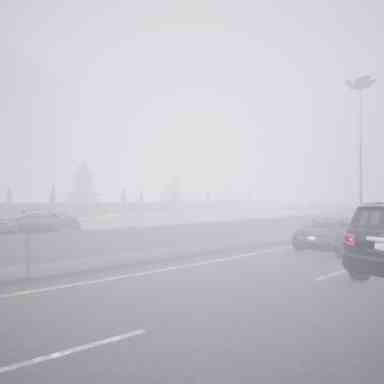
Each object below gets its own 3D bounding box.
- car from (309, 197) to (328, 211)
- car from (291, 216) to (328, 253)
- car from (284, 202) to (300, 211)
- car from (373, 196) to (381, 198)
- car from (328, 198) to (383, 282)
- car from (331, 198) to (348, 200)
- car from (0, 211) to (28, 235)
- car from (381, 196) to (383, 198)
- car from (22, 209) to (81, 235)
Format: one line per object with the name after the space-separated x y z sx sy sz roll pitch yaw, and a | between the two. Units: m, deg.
18.809 1.840 49.787 2.097 1.767 4.553 0 -1 24 | car
5.829 1.667 13.492 4.181 1.385 1.994 1 -1 -43 | car
15.026 2.094 49.843 1.895 1.301 4.718 0 -1 25 | car
45.020 1.982 80.347 2.150 2.045 5.566 0 -1 3 | car
6.100 1.289 8.945 5.566 2.045 2.150 1 -1 -42 | car
20.098 1.916 44.355 2.128 1.511 4.902 0 -1 27 | car
-8.414 1.556 11.028 4.902 1.511 2.128 0 0 -36 | car
44.492 2.192 73.732 1.837 1.490 4.892 0 -1 6 | car
-7.815 1.591 15.841 4.902 1.511 2.128 0 0 -38 | car
